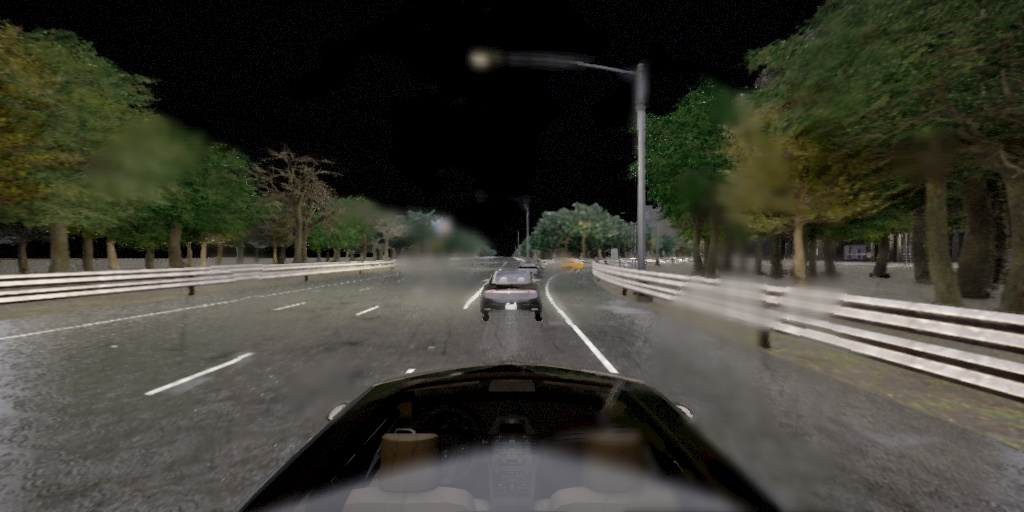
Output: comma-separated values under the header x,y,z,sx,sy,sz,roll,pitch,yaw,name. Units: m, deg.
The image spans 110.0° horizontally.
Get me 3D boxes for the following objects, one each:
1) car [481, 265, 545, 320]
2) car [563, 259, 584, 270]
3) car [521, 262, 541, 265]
x,y,z,sx,sy,sz,roll,pitch,yaw,name
0.022,1.231,12.590,2.128,1.511,4.902,0,0,1,car
8.791,1.192,50.897,1.882,1.535,5.008,0,0,26,car
1.615,1.215,29.446,2.128,1.511,4.902,0,0,11,car
